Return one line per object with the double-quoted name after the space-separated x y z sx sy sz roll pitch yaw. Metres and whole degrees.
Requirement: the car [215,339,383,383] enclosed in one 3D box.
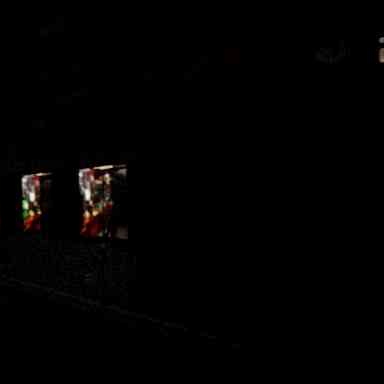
1.760 1.437 1.501 4.097 1.590 1.967 0 -2 36 "car"
